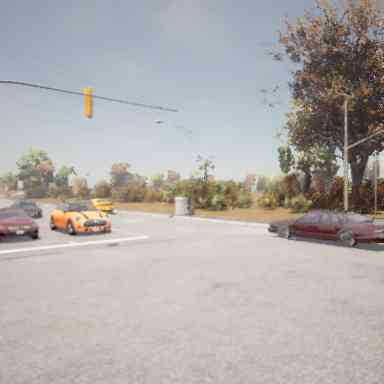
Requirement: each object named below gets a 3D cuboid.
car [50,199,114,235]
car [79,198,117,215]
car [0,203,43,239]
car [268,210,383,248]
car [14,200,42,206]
[{"bbox_3d":[-6.329,1.333,18.762,2.097,1.767,4.553,0,0,-39],"label":"car"},{"bbox_3d":[-9.802,1.446,34.407,1.882,1.535,5.008,0,0,-39],"label":"car"},{"bbox_3d":[-9.056,1.519,16.544,1.812,1.442,4.674,0,0,-39],"label":"car"},{"bbox_3d":[5.987,1.502,14.735,2.033,1.411,5.357,0,0,-39],"label":"car"},{"bbox_3d":[-14.282,1.485,28.649,1.837,1.490,4.892,0,1,-39],"label":"car"}]
